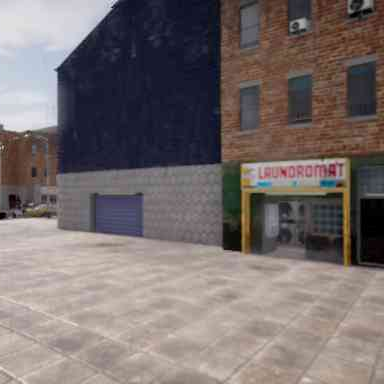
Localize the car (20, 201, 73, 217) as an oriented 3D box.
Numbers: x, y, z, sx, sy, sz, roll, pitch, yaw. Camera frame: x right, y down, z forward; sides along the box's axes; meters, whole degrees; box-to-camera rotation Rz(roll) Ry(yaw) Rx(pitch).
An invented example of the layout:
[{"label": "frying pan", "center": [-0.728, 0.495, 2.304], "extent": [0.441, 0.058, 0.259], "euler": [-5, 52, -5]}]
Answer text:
[{"label": "car", "center": [-15.367, 1.753, 35.316], "extent": [1.837, 1.490, 4.892], "euler": [0, -1, 35]}]

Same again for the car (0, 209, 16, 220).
[{"label": "car", "center": [-17.249, 1.780, 28.121], "extent": [1.947, 1.339, 4.313], "euler": [-1, -1, 35]}]

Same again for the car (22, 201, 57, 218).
[{"label": "car", "center": [-13.894, 1.784, 32.844], "extent": [1.752, 1.417, 4.829], "euler": [-1, -1, 35]}]
